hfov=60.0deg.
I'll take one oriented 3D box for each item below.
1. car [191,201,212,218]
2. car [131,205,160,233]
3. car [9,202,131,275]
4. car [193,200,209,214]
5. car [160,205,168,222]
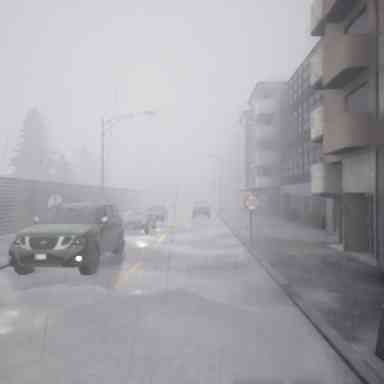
[{"bbox_3d":[1.006,1.967,35.273,1.837,1.490,4.892,0,-1,1],"label":"car"},{"bbox_3d":[-3.486,1.805,21.718,1.812,1.442,4.674,0,-1,2],"label":"car"},{"bbox_3d":[-3.827,1.368,11.355,2.150,2.045,5.566,0,-1,1],"label":"car"},{"bbox_3d":[1.278,1.948,45.493,2.097,1.767,4.553,0,-1,1],"label":"car"},{"bbox_3d":[-3.266,1.945,30.779,2.033,1.411,5.357,0,-1,2],"label":"car"}]
